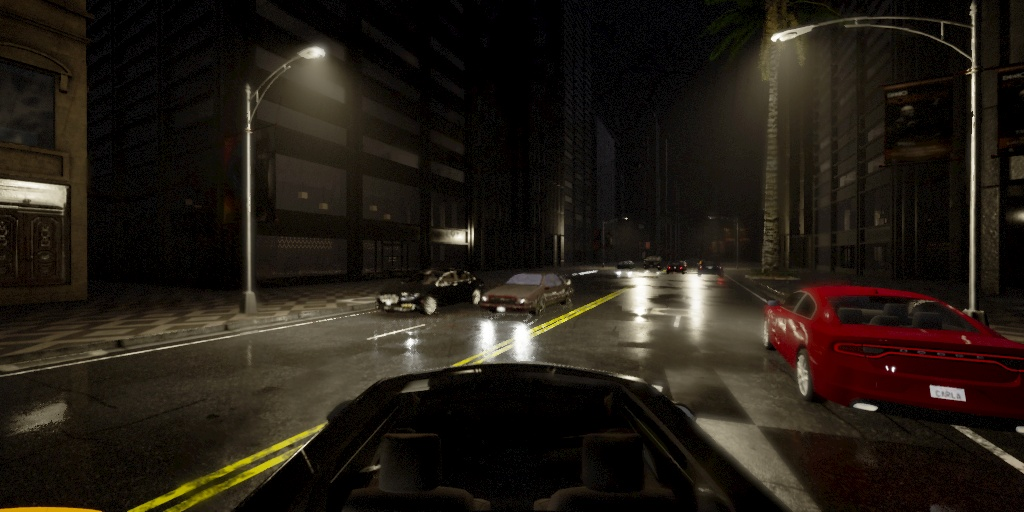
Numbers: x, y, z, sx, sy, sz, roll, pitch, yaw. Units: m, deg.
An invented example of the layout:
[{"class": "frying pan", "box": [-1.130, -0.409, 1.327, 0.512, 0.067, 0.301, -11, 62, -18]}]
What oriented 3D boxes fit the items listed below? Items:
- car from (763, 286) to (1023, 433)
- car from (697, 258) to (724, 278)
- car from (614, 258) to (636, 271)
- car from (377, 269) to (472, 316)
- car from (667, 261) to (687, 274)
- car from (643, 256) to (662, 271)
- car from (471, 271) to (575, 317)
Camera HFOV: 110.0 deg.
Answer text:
[{"class": "car", "box": [5.511, 1.228, 5.807, 1.882, 1.535, 5.008, 0, 0, 27]}, {"class": "car", "box": [19.269, 1.116, 34.891, 2.097, 1.767, 4.553, 0, 0, 27]}, {"class": "car", "box": [16.053, 1.375, 50.359, 1.895, 1.301, 4.718, 0, 0, 27]}, {"class": "car", "box": [-2.835, 1.255, 13.607, 1.837, 1.490, 4.892, 0, 0, 27]}, {"class": "car", "box": [18.625, 1.315, 40.713, 2.033, 1.411, 5.357, 0, 0, 27]}, {"class": "car", "box": [20.286, 0.998, 51.480, 2.150, 2.045, 5.566, 0, 0, 27]}, {"class": "car", "box": [0.867, 1.298, 13.701, 2.033, 1.411, 5.357, 0, 0, 27]}]
